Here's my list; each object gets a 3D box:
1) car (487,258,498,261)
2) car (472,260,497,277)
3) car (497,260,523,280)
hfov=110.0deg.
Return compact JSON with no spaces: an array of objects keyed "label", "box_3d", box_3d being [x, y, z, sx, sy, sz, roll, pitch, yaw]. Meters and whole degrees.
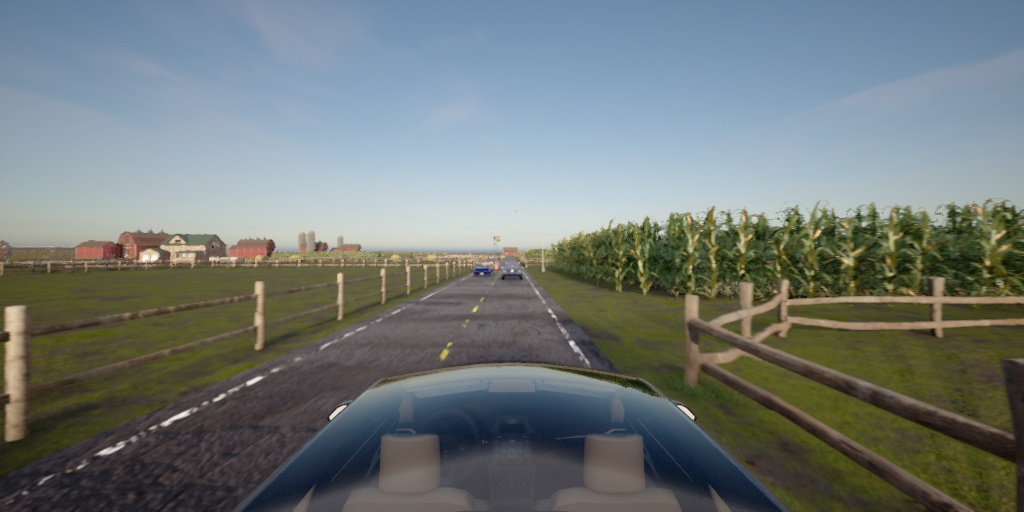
[{"label":"car","box_3d":[-2.745,1.085,48.738,2.097,1.767,4.553,0,0,0]},{"label":"car","box_3d":[-2.747,1.322,34.858,1.895,1.301,4.718,0,0,0]},{"label":"car","box_3d":[0.015,1.273,31.382,2.033,1.411,5.357,0,0,0]}]
